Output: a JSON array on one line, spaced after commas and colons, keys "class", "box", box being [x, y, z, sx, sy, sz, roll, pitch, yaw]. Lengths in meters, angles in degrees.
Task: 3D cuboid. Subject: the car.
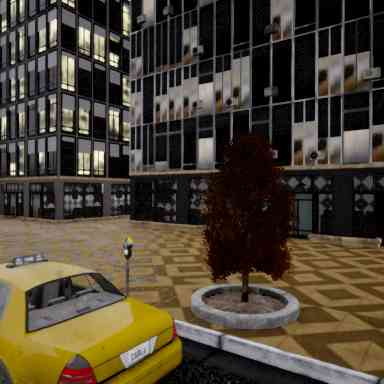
[{"class": "car", "box": [-2.394, 1.525, 4.580, 4.829, 1.417, 1.752, 0, 0, 36]}]
